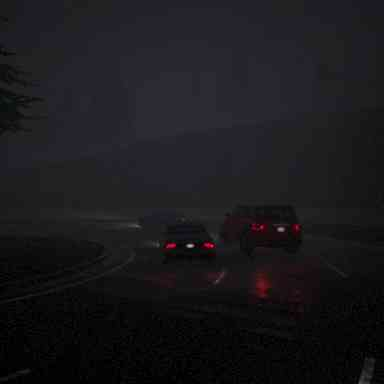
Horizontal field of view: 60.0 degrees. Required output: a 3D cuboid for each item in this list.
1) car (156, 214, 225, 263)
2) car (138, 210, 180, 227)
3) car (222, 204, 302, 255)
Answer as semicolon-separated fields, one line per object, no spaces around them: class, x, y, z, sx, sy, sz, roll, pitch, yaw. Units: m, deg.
car;-0.296;1.847;13.199;2.033;1.411;5.357;0;-1;-5
car;-2.350;2.182;27.060;4.181;1.385;1.994;-1;-2;32
car;2.877;1.540;14.978;2.150;2.045;5.566;1;-1;-9
